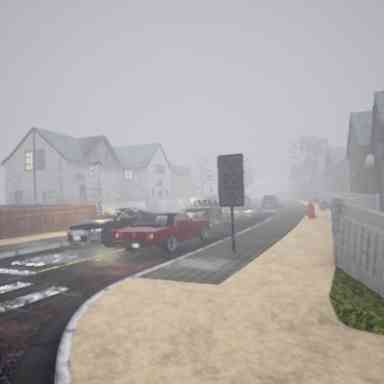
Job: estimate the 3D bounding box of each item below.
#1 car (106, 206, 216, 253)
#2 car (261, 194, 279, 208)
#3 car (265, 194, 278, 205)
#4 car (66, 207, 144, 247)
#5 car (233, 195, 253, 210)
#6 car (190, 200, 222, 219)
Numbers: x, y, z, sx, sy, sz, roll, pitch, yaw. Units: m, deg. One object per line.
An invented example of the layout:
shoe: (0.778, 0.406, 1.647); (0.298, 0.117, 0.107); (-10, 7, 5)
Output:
car: (-0.925, 1.441, 12.851); (1.895, 1.301, 4.718); (-2, -1, 25)
car: (9.559, 1.139, 41.030); (1.837, 1.490, 4.892); (-2, 0, 17)
car: (12.180, 1.110, 51.078); (1.812, 1.442, 4.674); (-2, 0, 12)
car: (-3.330, 1.441, 14.691); (2.128, 1.511, 4.902); (-2, -1, 24)
car: (5.842, 1.112, 38.708); (2.097, 1.767, 4.553); (-2, 0, 17)
car: (0.788, 1.358, 24.364); (2.128, 1.511, 4.902); (-2, -1, 21)
